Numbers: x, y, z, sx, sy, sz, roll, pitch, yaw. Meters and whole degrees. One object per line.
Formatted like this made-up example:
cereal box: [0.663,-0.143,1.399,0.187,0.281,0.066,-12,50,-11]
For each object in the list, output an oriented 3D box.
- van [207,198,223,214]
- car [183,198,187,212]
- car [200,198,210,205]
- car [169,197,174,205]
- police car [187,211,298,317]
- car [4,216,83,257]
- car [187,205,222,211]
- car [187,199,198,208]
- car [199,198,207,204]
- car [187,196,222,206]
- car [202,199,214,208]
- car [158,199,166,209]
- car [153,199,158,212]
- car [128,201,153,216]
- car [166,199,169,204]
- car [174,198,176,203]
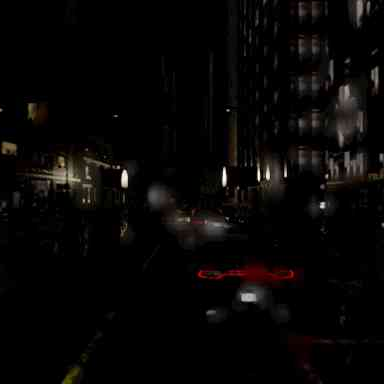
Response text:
van: [2.743,1.666,40.842,1.690,1.788,3.998,0,0,0]
car: [0.082,1.865,45.030,1.837,1.490,4.892,0,0,0]
car: [2.793,2.155,73.984,2.008,1.369,4.403,0,0,0]
car: [-5.587,2.186,73.992,1.802,1.307,4.206,0,0,0]
police car: [0.911,1.487,7.876,1.930,1.638,5.238,0,0,0]
car: [-5.675,1.654,13.230,2.008,1.369,4.403,0,0,0]
car: [0.803,1.643,17.765,1.837,1.490,4.892,0,0,0]
car: [0.084,2.035,58.209,1.994,1.385,4.181,0,0,0]
car: [2.809,2.226,85.202,1.752,1.417,4.829,0,0,0]
car: [0.934,1.411,23.796,2.150,2.045,5.566,0,0,0]
car: [2.769,1.991,57.581,1.752,1.417,4.829,0,0,0]
car: [-5.619,1.983,51.896,1.947,1.339,4.313,0,0,0]
car: [-5.635,1.870,40.849,1.887,1.381,4.507,0,0,0]
car: [-5.643,1.830,35.325,2.008,1.369,4.403,0,0,0]
car: [-5.611,1.904,57.421,1.967,1.590,4.097,0,0,0]
car: [-5.564,2.187,90.565,1.967,1.590,4.097,0,0,0]
